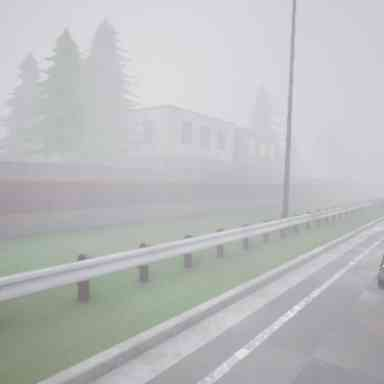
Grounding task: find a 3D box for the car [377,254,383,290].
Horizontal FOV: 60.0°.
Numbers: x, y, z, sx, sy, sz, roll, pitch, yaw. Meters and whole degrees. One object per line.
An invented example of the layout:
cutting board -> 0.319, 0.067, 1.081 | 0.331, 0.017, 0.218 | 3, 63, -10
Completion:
car -> 5.575, 1.366, 7.579 | 2.033, 1.411, 5.357 | 4, 3, 37
